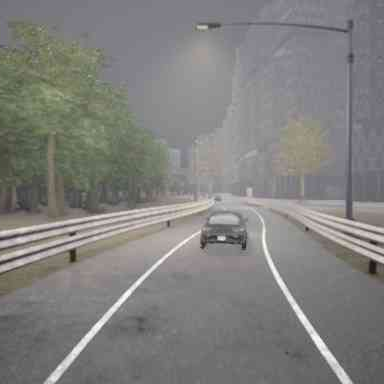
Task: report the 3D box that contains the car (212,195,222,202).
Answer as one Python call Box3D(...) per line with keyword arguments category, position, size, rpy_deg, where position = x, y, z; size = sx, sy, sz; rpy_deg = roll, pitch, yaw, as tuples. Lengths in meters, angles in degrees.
Box3D(category="car", position=(5.376, 1.443, 74.978), size=(1.837, 1.490, 4.892), rpy_deg=(0, 0, -8))

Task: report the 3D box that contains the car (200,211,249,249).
Box3D(category="car", position=(1.489, 1.540, 14.535), size=(1.812, 1.442, 4.674), rpy_deg=(0, 0, 10))
